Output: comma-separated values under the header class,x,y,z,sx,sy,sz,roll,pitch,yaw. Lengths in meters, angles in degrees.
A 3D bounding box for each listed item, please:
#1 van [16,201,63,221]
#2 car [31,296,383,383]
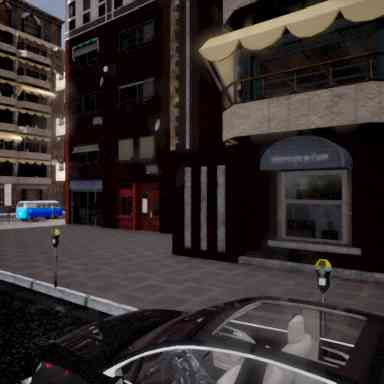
class,x,y,z,sx,sy,sz,roll,pitch,yaw
van,-13.751,1.706,30.187,1.690,1.788,3.998,-1,-2,35
car,0.504,1.551,2.515,4.403,1.369,2.008,0,0,36
